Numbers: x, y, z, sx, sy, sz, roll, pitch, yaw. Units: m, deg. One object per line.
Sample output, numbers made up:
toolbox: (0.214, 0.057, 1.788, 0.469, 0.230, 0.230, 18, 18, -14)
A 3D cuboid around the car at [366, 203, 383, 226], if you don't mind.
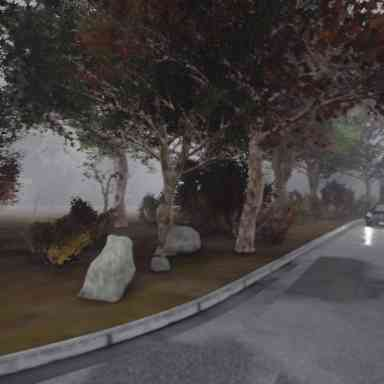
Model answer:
car: (14.706, 1.669, 25.565, 2.097, 1.767, 4.553, 0, -1, 33)
